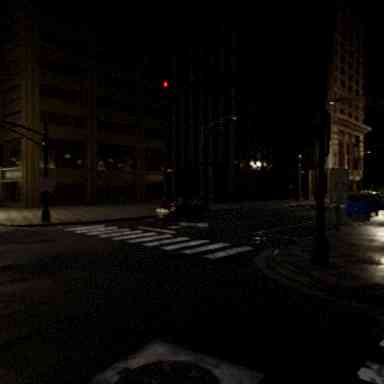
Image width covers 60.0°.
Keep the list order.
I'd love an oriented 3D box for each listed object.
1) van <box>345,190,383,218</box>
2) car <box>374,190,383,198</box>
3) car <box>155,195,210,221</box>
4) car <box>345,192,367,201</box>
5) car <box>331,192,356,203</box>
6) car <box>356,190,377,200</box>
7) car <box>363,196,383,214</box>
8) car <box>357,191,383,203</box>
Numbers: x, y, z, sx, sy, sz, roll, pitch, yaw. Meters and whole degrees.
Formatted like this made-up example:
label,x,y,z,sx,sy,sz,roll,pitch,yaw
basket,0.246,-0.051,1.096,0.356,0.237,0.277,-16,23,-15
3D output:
label,x,y,z,sx,sy,sz,roll,pitch,yaw
van,13.005,0.947,25.258,1.690,1.788,3.998,2,2,43
car,36.258,0.407,63.019,2.008,1.369,4.403,1,2,43
car,-0.642,1.051,23.044,1.967,1.590,4.097,2,2,43
car,25.187,0.648,51.028,1.802,1.307,4.206,1,2,43
car,21.497,0.680,47.030,1.887,1.381,4.507,1,2,43
car,28.878,0.436,55.022,1.967,1.590,4.097,1,2,43
car,16.695,1.107,29.261,1.802,1.307,4.206,2,2,43
car,25.283,0.645,47.056,2.128,1.511,4.902,1,2,43
